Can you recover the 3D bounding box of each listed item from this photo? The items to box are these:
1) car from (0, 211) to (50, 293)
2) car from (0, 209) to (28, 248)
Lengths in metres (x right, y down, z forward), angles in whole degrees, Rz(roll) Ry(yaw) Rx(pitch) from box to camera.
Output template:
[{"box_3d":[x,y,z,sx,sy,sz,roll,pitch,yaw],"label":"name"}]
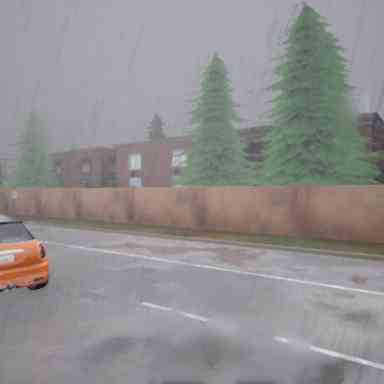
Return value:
[{"box_3d":[-5.411,1.355,7.811,4.553,1.767,2.097,0,0,35],"label":"car"},{"box_3d":[-9.502,1.531,14.961,4.674,1.442,1.812,0,0,35],"label":"car"}]
